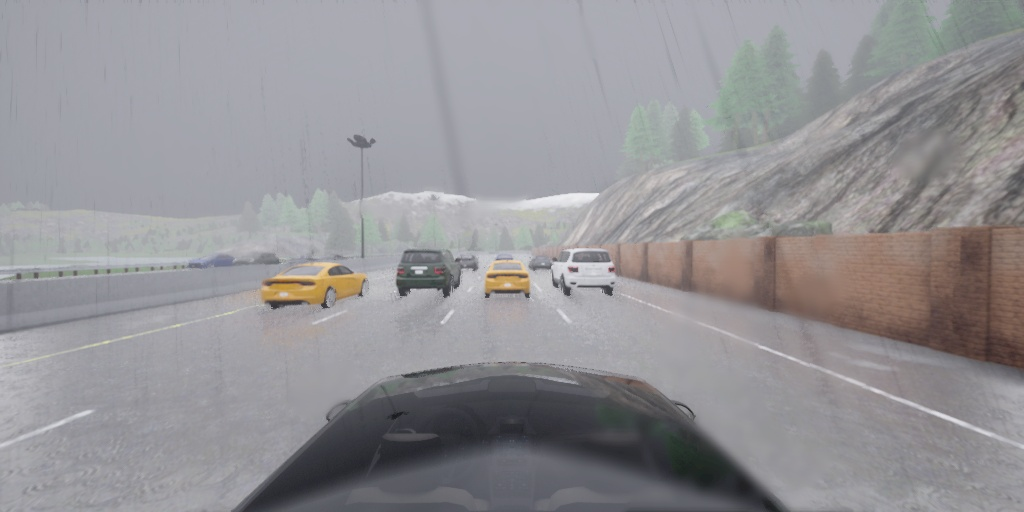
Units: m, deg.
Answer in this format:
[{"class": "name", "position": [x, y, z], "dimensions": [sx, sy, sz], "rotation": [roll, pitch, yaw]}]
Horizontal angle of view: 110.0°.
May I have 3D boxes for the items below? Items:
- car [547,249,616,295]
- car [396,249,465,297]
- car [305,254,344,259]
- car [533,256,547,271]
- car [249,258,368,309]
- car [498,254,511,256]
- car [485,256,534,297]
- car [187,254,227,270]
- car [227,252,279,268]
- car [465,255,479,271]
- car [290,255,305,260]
[{"class": "car", "position": [3.252, 0.665, 17.243], "dimensions": [2.150, 2.045, 5.566], "rotation": [0, 1, -1]}, {"class": "car", "position": [-3.739, 0.677, 16.833], "dimensions": [2.150, 2.045, 5.566], "rotation": [0, 1, -1]}, {"class": "car", "position": [-18.449, 0.590, 36.339], "dimensions": [1.837, 1.490, 4.892], "rotation": [0, 1, -1]}, {"class": "car", "position": [2.791, 0.664, 34.803], "dimensions": [1.994, 1.385, 4.181], "rotation": [0, 1, -2]}, {"class": "car", "position": [-7.161, 0.999, 13.626], "dimensions": [1.882, 1.535, 5.008], "rotation": [0, 1, -1]}, {"class": "car", "position": [-0.732, 0.563, 35.633], "dimensions": [1.882, 1.535, 5.008], "rotation": [0, 1, -2]}, {"class": "car", "position": [-0.232, 0.937, 16.523], "dimensions": [1.882, 1.535, 5.008], "rotation": [0, 1, -1]}, {"class": "car", "position": [-28.914, 0.596, 34.935], "dimensions": [1.882, 1.535, 5.008], "rotation": [0, 1, -1]}, {"class": "car", "position": [-25.436, 0.449, 35.860], "dimensions": [2.097, 1.767, 4.553], "rotation": [0, 1, -1]}, {"class": "car", "position": [-4.191, 0.611, 34.024], "dimensions": [2.128, 1.511, 4.902], "rotation": [0, 1, -2]}, {"class": "car", "position": [-21.982, 0.623, 37.722], "dimensions": [1.994, 1.385, 4.181], "rotation": [0, 1, -1]}]
